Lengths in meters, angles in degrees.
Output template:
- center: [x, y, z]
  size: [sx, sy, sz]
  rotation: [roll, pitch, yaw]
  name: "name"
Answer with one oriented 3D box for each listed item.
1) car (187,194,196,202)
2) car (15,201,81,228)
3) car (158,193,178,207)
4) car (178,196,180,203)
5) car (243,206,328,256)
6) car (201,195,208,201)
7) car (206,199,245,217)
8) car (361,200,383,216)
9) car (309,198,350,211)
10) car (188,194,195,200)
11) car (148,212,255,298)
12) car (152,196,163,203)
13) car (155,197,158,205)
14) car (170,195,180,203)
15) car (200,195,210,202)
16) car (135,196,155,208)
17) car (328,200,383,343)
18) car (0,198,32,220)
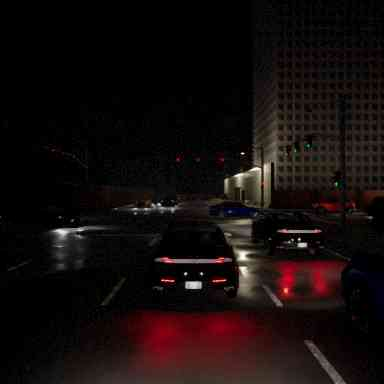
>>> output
- center: [-0.115, 1.347, 78.781]
  size: [2.097, 1.767, 4.553]
  rotation: [0, 0, 0]
  name: "car"
- center: [-9.536, 1.553, 22.358]
  size: [4.674, 1.442, 1.812]
  rotation: [0, -1, 33]
  name: "car"
- center: [-3.661, 1.352, 51.398]
  size: [2.097, 1.767, 4.553]
  rotation: [0, 0, 0]
  name: "car"
- center: [-3.651, 1.221, 60.987]
  size: [2.150, 2.045, 5.566]
  rotation: [0, 0, 0]
  name: "car"
- center: [3.562, 1.492, 13.128]
  size: [2.128, 1.511, 4.902]
  rotation: [0, 0, 0]
  name: "car"
- center: [3.370, 1.500, 89.134]
  size: [1.837, 1.490, 4.892]
  rotation: [0, 0, 0]
  name: "car"
- center: [3.779, 1.558, 28.528]
  size: [4.674, 1.442, 1.812]
  rotation: [0, 0, 0]
  name: "car"
- center: [19.366, 1.533, 32.284]
  size: [5.008, 1.535, 1.882]
  rotation: [0, 0, 0]
  name: "car"
- center: [14.981, 1.407, 35.769]
  size: [4.553, 1.767, 2.097]
  rotation: [0, 0, 0]
  name: "car"
- center: [-0.130, 1.328, 89.033]
  size: [1.837, 1.490, 4.892]
  rotation: [0, 0, 0]
  name: "car"
- center: [0.044, 1.492, 8.510]
  size: [2.128, 1.511, 4.902]
  rotation: [0, 0, 0]
  name: "car"
- center: [-7.101, 1.601, 68.767]
  size: [1.895, 1.301, 4.718]
  rotation: [0, 0, 0]
  name: "car"
- center: [-7.166, 1.478, 58.604]
  size: [1.882, 1.535, 5.008]
  rotation: [0, 0, 0]
  name: "car"
- center: [-3.604, 1.478, 71.135]
  size: [1.882, 1.535, 5.008]
  rotation: [0, 0, 0]
  name: "car"
- center: [3.385, 1.524, 78.828]
  size: [1.812, 1.442, 4.674]
  rotation: [0, 0, 0]
  name: "car"
- center: [-7.163, 1.478, 49.282]
  size: [1.882, 1.535, 5.008]
  rotation: [0, 0, 0]
  name: "car"
- center: [3.595, 1.221, 3.283]
  size: [2.150, 2.045, 5.566]
  rotation: [0, 0, 0]
  name: "car"
- center: [-14.280, 1.402, 28.462]
  size: [4.553, 1.767, 2.097]
  rotation: [0, 0, 0]
  name: "car"
